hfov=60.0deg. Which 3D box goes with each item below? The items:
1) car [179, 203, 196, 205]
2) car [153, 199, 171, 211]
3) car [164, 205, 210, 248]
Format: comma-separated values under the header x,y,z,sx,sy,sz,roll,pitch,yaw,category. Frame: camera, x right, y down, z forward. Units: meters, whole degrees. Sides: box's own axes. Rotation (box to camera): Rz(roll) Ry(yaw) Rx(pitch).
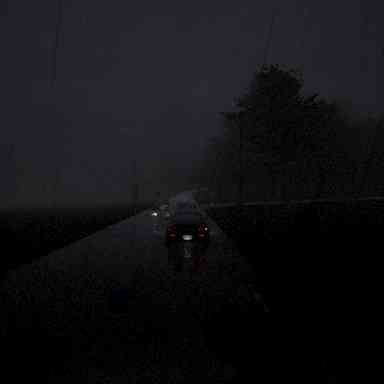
x,y,z,sx,sy,sz,roll,pitch,yaw,category
-0.416,1.615,29.741,1.895,1.301,4.718,0,0,-1,car
-3.571,1.560,40.632,1.812,1.442,4.674,0,0,-1,car
-0.203,1.532,14.713,1.812,1.442,4.674,0,0,-1,car
